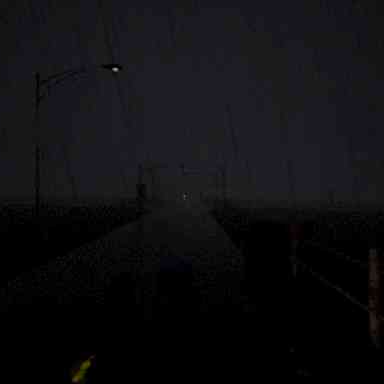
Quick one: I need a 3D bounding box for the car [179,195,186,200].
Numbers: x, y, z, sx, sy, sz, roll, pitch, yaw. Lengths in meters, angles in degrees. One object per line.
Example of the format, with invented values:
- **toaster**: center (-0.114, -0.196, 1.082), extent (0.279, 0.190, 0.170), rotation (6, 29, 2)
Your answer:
- **car**: center (-2.680, 1.560, 94.714), extent (2.128, 1.511, 4.902), rotation (0, 0, 0)
